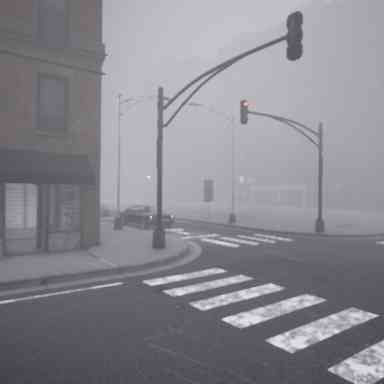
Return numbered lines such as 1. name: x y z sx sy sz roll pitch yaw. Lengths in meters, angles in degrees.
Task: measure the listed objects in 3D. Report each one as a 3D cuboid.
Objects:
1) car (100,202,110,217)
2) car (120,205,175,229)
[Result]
1. car: -8.971 1.398 29.850 1.812 1.442 4.674 1 0 -35
2. car: -3.019 1.547 21.433 1.895 1.301 4.718 1 0 -35
